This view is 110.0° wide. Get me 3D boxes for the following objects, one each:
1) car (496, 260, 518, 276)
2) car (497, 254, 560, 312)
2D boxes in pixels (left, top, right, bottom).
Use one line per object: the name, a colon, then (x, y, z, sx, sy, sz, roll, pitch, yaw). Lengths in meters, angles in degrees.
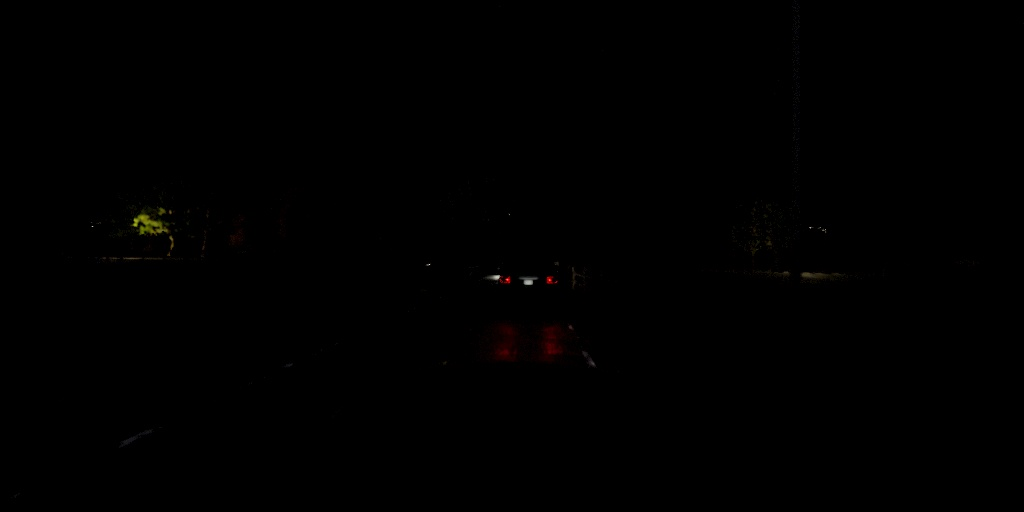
car: (-0.471, 1.229, 38.785, 1.882, 1.535, 5.008, 0, 0, 4)
car: (0.717, 0.960, 14.403, 2.150, 2.045, 5.566, 0, 0, 4)
